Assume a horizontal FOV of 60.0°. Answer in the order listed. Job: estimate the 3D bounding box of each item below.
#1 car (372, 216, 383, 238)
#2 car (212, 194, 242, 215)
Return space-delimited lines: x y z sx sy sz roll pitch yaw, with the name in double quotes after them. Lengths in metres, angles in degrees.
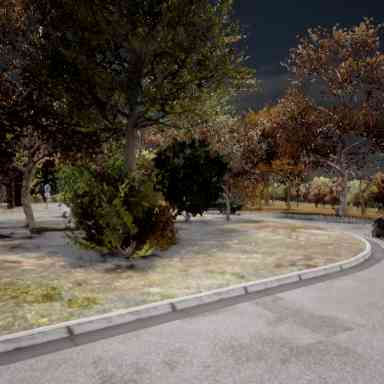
9.615 1.566 14.664 1.994 1.385 4.181 1 0 9 "car"
2.178 1.168 33.231 5.566 2.045 2.150 0 0 24 "car"
